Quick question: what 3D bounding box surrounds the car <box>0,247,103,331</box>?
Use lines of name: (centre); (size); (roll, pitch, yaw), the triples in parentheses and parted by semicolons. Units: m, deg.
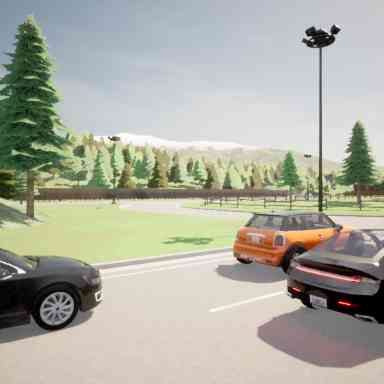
car: (-3.899, 1.505, 5.265); (4.892, 1.490, 1.837); (0, 0, -35)

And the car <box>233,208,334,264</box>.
car: (3.522, 1.352, 10.575); (4.553, 1.767, 2.097); (0, 0, -35)

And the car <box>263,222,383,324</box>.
car: (3.958, 1.492, 6.600); (4.902, 1.511, 2.128); (0, 0, -35)
